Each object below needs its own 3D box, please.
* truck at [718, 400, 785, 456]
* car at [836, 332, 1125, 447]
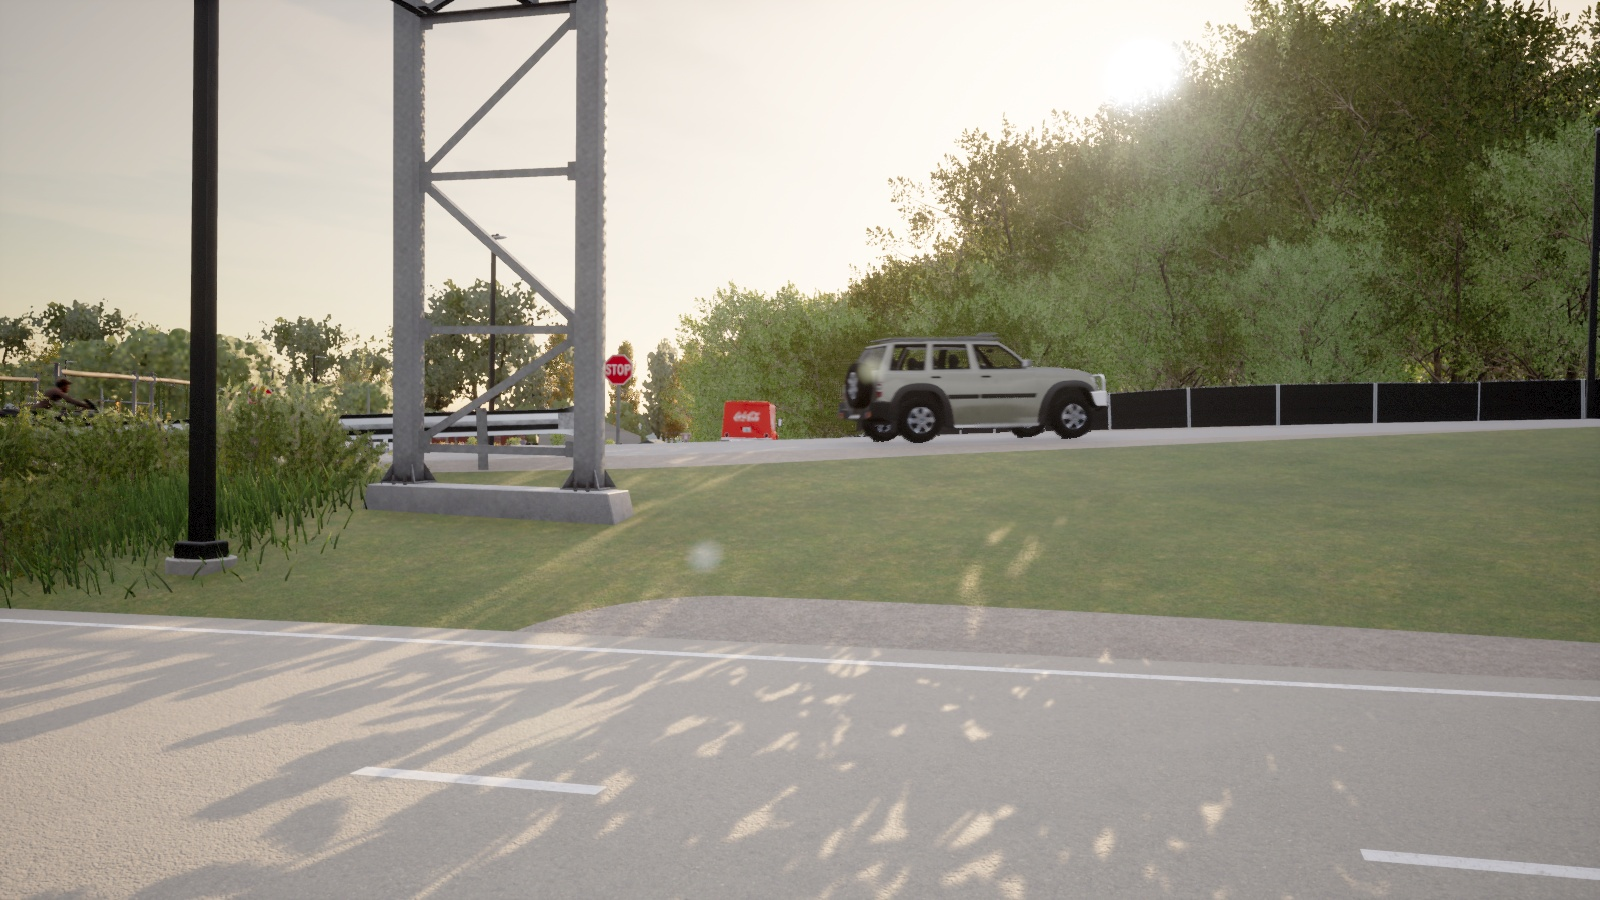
[{"bbox_3d":[-2.254,-0.999,60.345,2.627,2.467,5.204,1,-1,4],"label":"truck"},{"bbox_3d":[3.136,-1.057,21.982,4.605,1.855,1.932,-1,2,-18],"label":"car"}]
